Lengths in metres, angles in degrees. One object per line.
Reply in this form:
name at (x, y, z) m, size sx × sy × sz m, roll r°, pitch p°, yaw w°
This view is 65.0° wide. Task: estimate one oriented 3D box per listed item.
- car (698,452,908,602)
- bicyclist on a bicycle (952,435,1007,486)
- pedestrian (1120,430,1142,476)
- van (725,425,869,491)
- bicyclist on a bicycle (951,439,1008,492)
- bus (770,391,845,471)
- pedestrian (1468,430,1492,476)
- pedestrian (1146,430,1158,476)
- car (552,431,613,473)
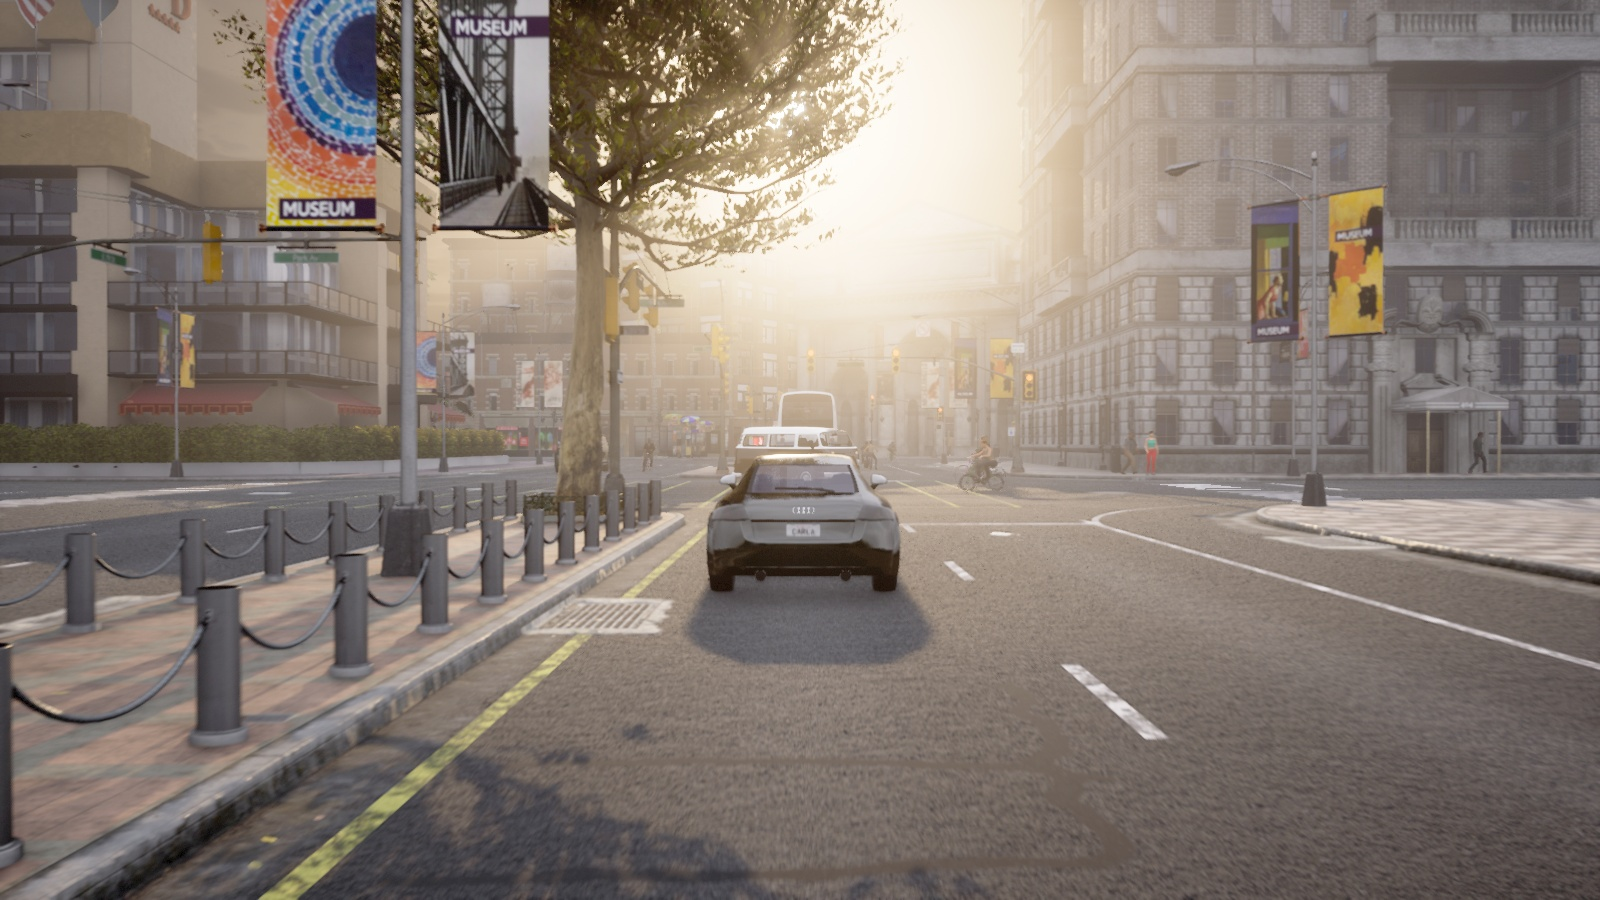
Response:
car at (0.037, 0.732, 13.983) m, size 1.994 × 1.385 × 4.181 m, roll 0°, pitch 0°, yaw 0°
bicyclist on a bicycle at (6.328, 0.372, 44.327) m, size 1.843 × 1.776 × 0.659 m, roll 0°, pitch 0°, yaw 0°
pedestrian at (13.485, 0.125, 51.199) m, size 0.540 × 1.848 × 0.694 m, roll 0°, pitch 0°, yaw -40°
van at (-0.144, 0.238, 41.242) m, size 4.480 × 2.038 × 2.069 m, roll 0°, pitch 0°, yaw 42°
bicyclist on a bicycle at (5.515, 0.470, 38.580) m, size 1.509 × 1.612 × 0.866 m, roll 0°, pitch 0°, yaw -17°
bus at (0.425, -1.034, 71.750) m, size 3.944 × 4.253 × 10.273 m, roll 0°, pitch 0°, yaw 0°
pedestrian at (28.737, 0.127, 53.079) m, size 0.788 × 1.949 × 0.423 m, roll 0°, pitch 0°, yaw 4°
pedestrian at (14.209, 0.129, 50.690) m, size 0.345 × 1.836 × 0.594 m, roll 0°, pitch 0°, yaw 4°
car at (-11.117, 0.093, 64.495) m, size 2.150 × 2.045 × 5.566 m, roll 0°, pitch 0°, yaw 0°
